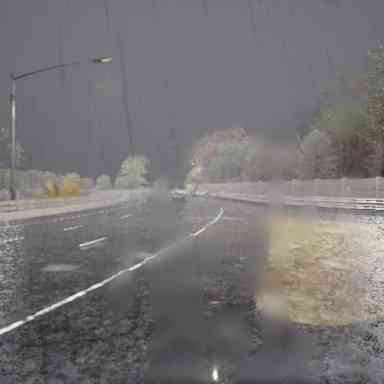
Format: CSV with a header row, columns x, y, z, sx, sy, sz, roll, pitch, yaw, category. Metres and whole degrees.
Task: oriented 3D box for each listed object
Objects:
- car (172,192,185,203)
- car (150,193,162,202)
x,y,z,sx,sy,sz,roll,pitch,yaw,category
-2.018,0.760,49.435,2.128,1.511,4.902,0,1,-4,car
-5.660,0.813,52.356,1.895,1.301,4.718,0,1,-6,car
